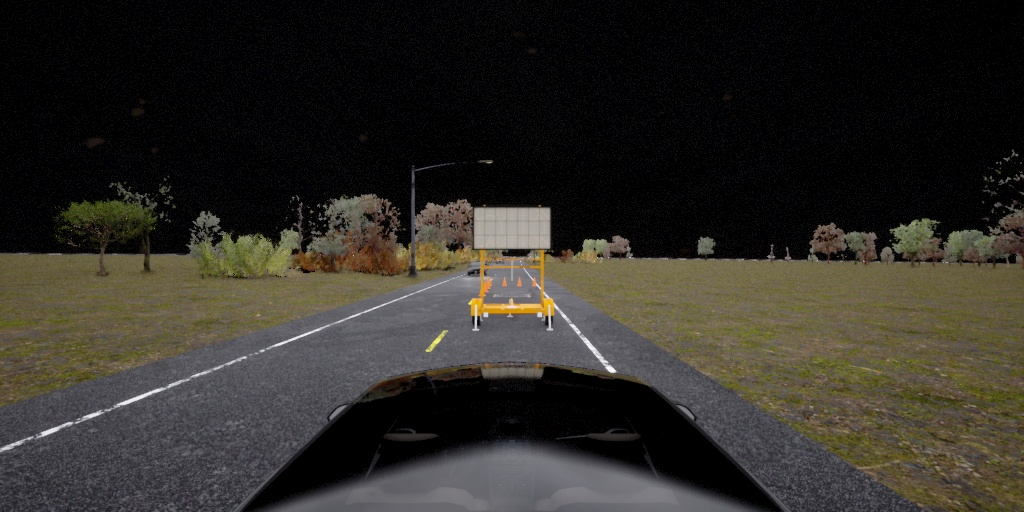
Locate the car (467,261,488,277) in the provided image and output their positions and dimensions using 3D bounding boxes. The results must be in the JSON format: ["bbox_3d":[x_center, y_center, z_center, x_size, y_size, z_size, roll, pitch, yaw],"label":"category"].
[{"bbox_3d":[-3.455,1.274,36.707,1.837,1.490,4.892,0,0,0],"label":"car"}]

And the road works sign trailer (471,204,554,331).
[{"bbox_3d":[0.004,0.218,11.040,2.380,3.560,2.880,0,0,-1],"label":"road works sign trailer"}]
